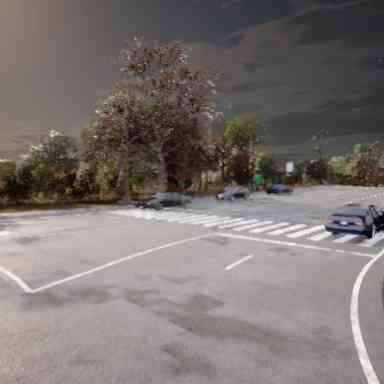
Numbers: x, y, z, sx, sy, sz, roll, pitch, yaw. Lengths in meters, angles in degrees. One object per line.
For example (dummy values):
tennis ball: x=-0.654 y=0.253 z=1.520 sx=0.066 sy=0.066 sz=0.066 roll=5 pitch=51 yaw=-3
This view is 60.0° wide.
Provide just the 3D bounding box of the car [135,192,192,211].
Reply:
car: x=-2.258 y=0.684 z=28.034 sx=2.033 sy=1.411 sz=5.357 roll=2 pitch=4 yaw=40

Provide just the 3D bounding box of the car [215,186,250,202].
car: x=4.439 y=0.155 z=35.867 sx=2.128 sy=1.511 sz=4.902 roll=2 pitch=4 yaw=40

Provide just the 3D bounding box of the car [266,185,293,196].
car: x=11.693 y=-0.279 z=44.335 sx=1.895 sy=1.301 sz=4.718 roll=3 pitch=4 yaw=41

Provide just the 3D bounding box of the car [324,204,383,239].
car: x=8.232 y=1.291 z=16.277 sx=2.033 sy=1.411 sz=5.357 roll=3 pitch=4 yaw=41
